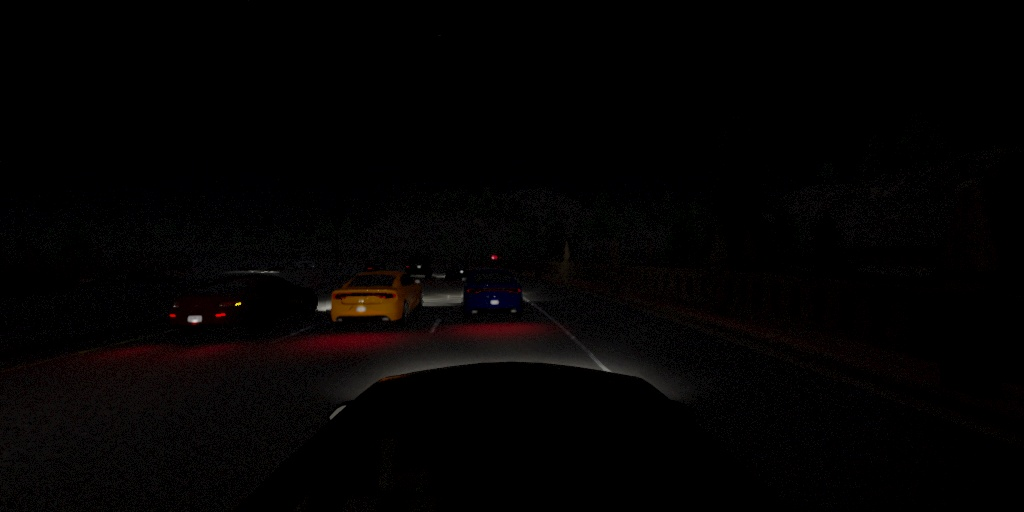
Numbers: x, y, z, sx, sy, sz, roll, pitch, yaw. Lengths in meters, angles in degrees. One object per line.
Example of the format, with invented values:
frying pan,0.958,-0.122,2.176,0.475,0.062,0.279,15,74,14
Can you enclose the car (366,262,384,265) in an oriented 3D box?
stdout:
car,-12.080,1.237,31.689,2.128,1.511,4.902,0,0,-18

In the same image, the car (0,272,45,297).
car,-18.527,1.395,12.791,1.895,1.301,4.718,0,0,-8

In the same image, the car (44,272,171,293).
car,-15.319,1.343,14.530,1.994,1.385,4.181,0,0,-9

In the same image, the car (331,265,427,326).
car,-4.157,1.215,11.725,1.882,1.535,5.008,0,0,-6

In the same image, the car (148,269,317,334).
car,-7.548,1.280,10.577,1.812,1.442,4.674,0,0,-5

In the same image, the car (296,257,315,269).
car,-30.982,1.107,53.627,2.150,2.045,5.566,0,0,-34

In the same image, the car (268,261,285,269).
car,-33.660,1.436,51.302,1.812,1.442,4.674,0,0,-34

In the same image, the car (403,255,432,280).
car,-8.122,0.945,30.907,2.150,2.045,5.566,0,0,-17

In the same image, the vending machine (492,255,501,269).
vending machine,-2.064,0.861,47.152,1.100,2.100,0.880,0,0,-24

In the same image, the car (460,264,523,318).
car,-0.797,1.199,12.995,1.882,1.535,5.008,0,0,-7

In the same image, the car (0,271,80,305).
car,-22.552,1.411,15.823,1.895,1.301,4.718,0,0,-11

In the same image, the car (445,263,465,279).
car,-4.730,1.268,31.582,1.994,1.385,4.181,0,0,-16
